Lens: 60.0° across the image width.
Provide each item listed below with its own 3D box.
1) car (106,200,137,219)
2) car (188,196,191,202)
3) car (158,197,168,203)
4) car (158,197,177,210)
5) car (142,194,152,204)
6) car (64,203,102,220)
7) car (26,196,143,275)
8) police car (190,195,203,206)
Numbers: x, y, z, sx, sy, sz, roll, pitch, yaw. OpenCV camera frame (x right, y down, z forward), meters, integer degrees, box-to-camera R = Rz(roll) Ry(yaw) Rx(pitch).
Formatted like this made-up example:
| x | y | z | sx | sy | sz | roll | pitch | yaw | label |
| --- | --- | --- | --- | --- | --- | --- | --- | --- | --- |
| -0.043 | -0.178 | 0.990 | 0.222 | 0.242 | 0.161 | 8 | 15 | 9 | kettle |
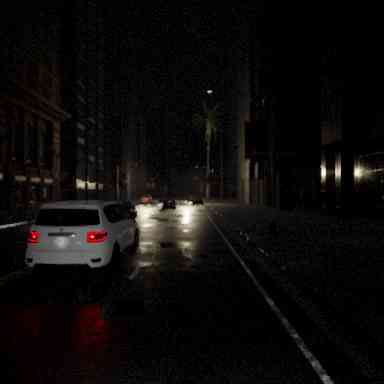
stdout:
| x | y | z | sx | sy | sz | roll | pitch | yaw | label |
| --- | --- | --- | --- | --- | --- | --- | --- | --- | --- |
| -6.583 | 1.625 | 31.688 | 1.882 | 1.535 | 5.008 | 0 | 0 | 0 | car |
| 0.033 | 1.643 | 81.915 | 2.097 | 1.767 | 4.553 | 0 | 0 | 0 | car |
| -6.469 | 1.858 | 74.910 | 1.895 | 1.301 | 4.718 | 0 | 0 | 0 | car |
| -3.133 | 1.765 | 46.541 | 2.033 | 1.411 | 5.357 | 0 | 0 | 0 | car |
| -9.721 | 1.544 | 70.883 | 2.150 | 2.045 | 5.566 | 0 | 0 | 0 | car |
| -9.836 | 1.743 | 30.361 | 1.895 | 1.301 | 4.718 | 0 | 0 | 0 | car |
| -3.146 | 1.273 | 10.704 | 2.150 | 2.045 | 5.566 | 0 | 0 | 0 | car |
| 1.163 | 1.731 | 63.859 | 1.930 | 1.638 | 5.238 | 0 | 0 | 0 | police car |
